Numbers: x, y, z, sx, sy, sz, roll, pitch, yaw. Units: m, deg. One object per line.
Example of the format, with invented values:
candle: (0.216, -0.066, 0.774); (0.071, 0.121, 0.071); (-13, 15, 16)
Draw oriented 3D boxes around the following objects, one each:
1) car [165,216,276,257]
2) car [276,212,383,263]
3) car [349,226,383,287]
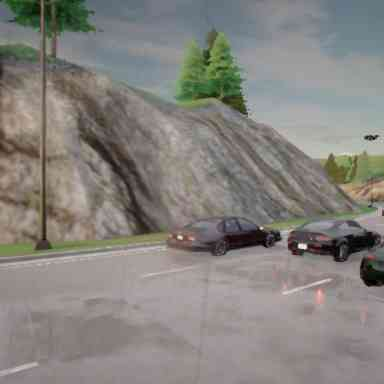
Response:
car: (1.470, 1.694, 13.632); (5.357, 1.411, 2.033); (0, -1, -41)
car: (5.408, 1.644, 12.539); (4.674, 1.442, 1.812); (0, -1, -41)
car: (6.069, 1.636, 8.529); (4.181, 1.385, 1.994); (0, -1, -40)
